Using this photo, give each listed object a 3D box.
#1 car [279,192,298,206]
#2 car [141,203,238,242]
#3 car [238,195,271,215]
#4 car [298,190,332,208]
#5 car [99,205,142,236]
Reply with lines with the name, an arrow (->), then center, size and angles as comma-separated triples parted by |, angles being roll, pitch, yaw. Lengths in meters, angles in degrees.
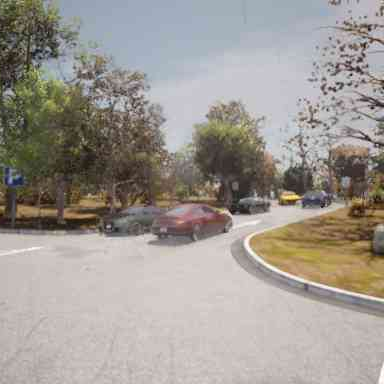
car -> 11.270, 0.751, 38.796 | 1.882, 1.535, 5.008 | -1, 0, 9
car -> 0.110, 1.247, 14.649 | 1.812, 1.442, 4.674 | -2, 0, 31
car -> 4.773, 1.149, 27.479 | 1.895, 1.301, 4.718 | -2, 0, 35
car -> 12.412, 0.613, 32.975 | 2.097, 1.767, 4.553 | -2, 0, 32
car -> -2.700, 1.391, 17.131 | 1.994, 1.385, 4.181 | -2, 0, 37
